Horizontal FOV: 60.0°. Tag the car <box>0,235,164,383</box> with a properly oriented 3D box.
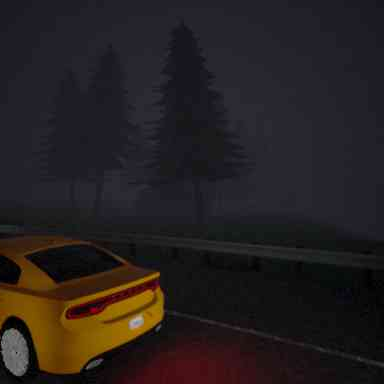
[{"bbox_3d":[-2.795,1.464,5.447,5.008,1.535,1.882,0,0,32],"label":"car"}]
